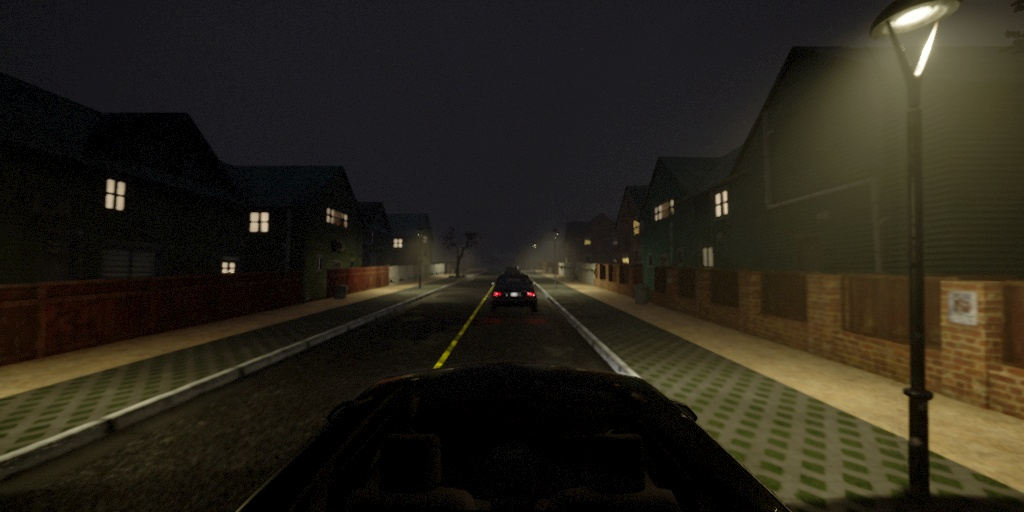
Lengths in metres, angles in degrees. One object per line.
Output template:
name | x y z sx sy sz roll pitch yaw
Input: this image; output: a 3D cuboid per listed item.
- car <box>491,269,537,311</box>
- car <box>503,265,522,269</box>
car | 0.073 1.460 15.373 2.033 1.411 5.357 0 -1 0
car | 0.030 1.739 40.956 2.128 1.511 4.902 0 -1 0
